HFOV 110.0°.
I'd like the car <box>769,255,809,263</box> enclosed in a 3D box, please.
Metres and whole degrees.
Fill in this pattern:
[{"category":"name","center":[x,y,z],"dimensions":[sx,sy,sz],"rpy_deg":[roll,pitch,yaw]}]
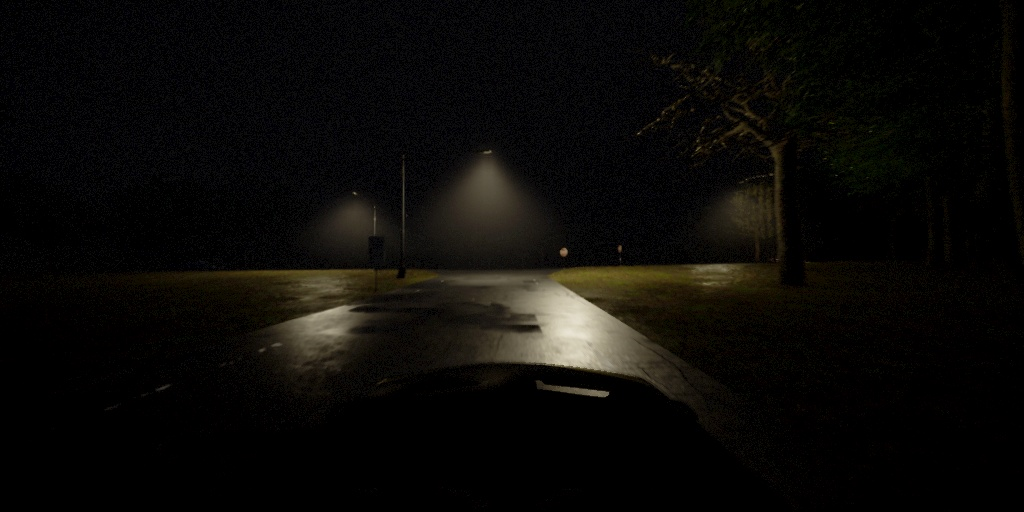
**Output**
[{"category":"car","center":[39.819,0.325,51.565],"dimensions":[5.008,1.535,1.882],"rpy_deg":[-2,-3,-1]}]

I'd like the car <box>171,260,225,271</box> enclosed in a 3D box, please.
[{"category":"car","center":[-38.613,1.187,44.132],"dimensions":[5.357,1.411,2.033],"rpy_deg":[-1,-3,1]}]
